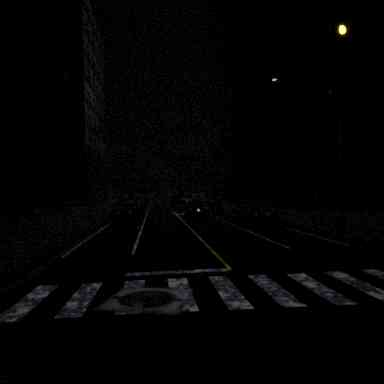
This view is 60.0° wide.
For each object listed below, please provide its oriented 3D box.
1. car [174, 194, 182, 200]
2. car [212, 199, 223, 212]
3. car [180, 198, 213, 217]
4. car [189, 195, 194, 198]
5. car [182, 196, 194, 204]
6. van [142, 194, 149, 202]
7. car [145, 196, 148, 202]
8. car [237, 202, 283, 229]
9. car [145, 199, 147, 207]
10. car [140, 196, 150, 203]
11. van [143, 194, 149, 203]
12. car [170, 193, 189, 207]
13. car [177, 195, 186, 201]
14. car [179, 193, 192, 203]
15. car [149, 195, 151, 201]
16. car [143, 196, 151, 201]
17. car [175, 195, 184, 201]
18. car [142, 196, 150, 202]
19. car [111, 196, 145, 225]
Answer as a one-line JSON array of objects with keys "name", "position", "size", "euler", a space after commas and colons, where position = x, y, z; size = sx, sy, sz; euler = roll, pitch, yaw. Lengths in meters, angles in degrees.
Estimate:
[{"name": "car", "position": [-3.791, 1.408, 91.127], "size": [1.967, 1.590, 4.097], "euler": [-1, 0, -6]}, {"name": "car", "position": [2.301, 1.476, 37.093], "size": [2.008, 1.369, 4.403], "euler": [-1, 0, -6]}, {"name": "car", "position": [0.338, 1.541, 30.737], "size": [1.994, 1.385, 4.181], "euler": [-1, 0, -6]}, {"name": "car", "position": [1.083, 1.477, 47.900], "size": [1.887, 1.381, 4.507], "euler": [-1, 0, -6]}, {"name": "car", "position": [-0.763, 1.468, 64.279], "size": [1.752, 1.417, 4.829], "euler": [-1, 0, -6]}, {"name": "van", "position": [-11.045, 1.472, 79.366], "size": [1.690, 1.788, 3.998], "euler": [-1, 0, -6]}, {"name": "car", "position": [-6.760, 1.628, 41.374], "size": [1.752, 1.417, 4.829], "euler": [-1, 0, -6]}, {"name": "car", "position": [4.125, 1.359, 20.883], "size": [1.967, 1.590, 4.097], "euler": [-1, 0, -6]}, {"name": "car", "position": [-6.169, 1.682, 36.139], "size": [1.802, 1.307, 4.206], "euler": [-1, 0, -6]}, {"name": "car", "position": [-10.431, 1.692, 73.963], "size": [1.947, 1.339, 4.313], "euler": [-1, 0, -6]}, {"name": "van", "position": [-8.000, 1.451, 52.349], "size": [1.690, 1.788, 3.998], "euler": [-1, 0, -6]}, {"name": "car", "position": [-2.230, 1.215, 53.123], "size": [2.150, 2.045, 5.566], "euler": [-1, 0, -6]}, {"name": "car", "position": [-2.590, 1.482, 80.489], "size": [1.752, 1.417, 4.829], "euler": [-1, 0, -6]}, {"name": "car", "position": [-1.358, 1.262, 69.513], "size": [2.192, 1.841, 5.009], "euler": [-1, 0, -6]}, {"name": "car", "position": [-8.605, 1.664, 57.753], "size": [2.008, 1.369, 4.403], "euler": [-1, 0, -6]}, {"name": "car", "position": [-12.258, 1.708, 90.173], "size": [1.947, 1.339, 4.313], "euler": [-1, 0, -6]}, {"name": "car", "position": [-3.179, 1.507, 85.724], "size": [1.887, 1.381, 4.507], "euler": [-1, 0, -6]}, {"name": "car", "position": [-11.631, 1.662, 84.601], "size": [1.752, 1.417, 4.829], "euler": [-1, 0, -6]}, {"name": "car", "position": [-4.957, 1.410, 25.332], "size": [2.192, 1.841, 5.009], "euler": [-1, 0, -6]}]
